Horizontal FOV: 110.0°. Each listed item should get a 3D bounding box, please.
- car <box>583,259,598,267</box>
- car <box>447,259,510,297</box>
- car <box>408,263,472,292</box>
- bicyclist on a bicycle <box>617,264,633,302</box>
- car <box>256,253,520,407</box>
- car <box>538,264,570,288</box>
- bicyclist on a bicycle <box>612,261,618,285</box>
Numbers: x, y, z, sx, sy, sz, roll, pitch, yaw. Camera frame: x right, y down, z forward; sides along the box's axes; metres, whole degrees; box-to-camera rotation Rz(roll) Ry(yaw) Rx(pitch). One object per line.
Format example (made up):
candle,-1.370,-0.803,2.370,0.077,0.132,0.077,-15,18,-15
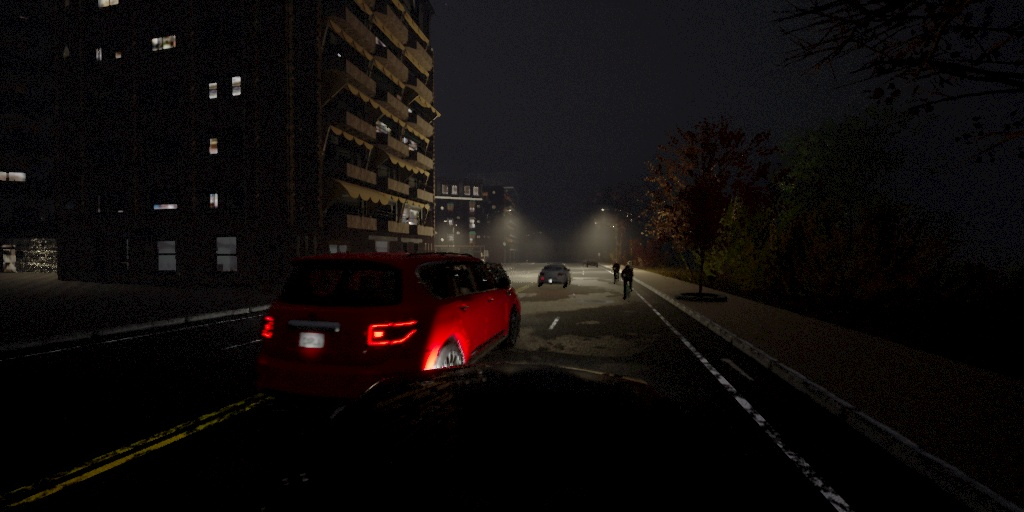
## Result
car,13.896,1.193,62.555,1.882,1.535,5.008,0,0,10
car,-1.655,1.097,19.736,2.097,1.767,4.553,0,0,13
car,-4.334,1.239,22.506,2.128,1.511,4.902,0,0,13
bicyclist on a bicycle,5.177,1.197,16.085,0.582,1.620,1.656,0,0,14
car,-1.418,0.971,6.343,2.150,2.045,5.566,0,0,14
car,2.874,1.269,23.967,1.812,1.442,4.674,0,0,13
bicyclist on a bicycle,7.249,1.194,24.934,0.582,1.620,1.656,0,0,13
